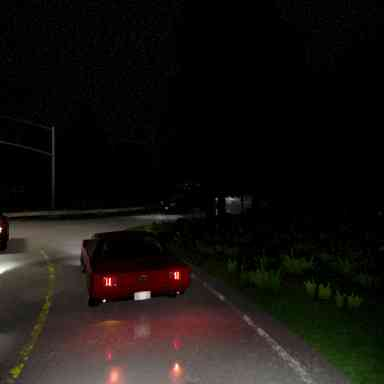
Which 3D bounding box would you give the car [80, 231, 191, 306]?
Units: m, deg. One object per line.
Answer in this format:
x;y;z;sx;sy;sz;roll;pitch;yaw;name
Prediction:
-1.678;1.601;8.145;1.895;1.301;4.718;0;0;-21;car

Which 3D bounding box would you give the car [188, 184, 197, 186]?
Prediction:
0.142;-1.820;70.088;2.128;1.511;4.902;0;5;-1;car

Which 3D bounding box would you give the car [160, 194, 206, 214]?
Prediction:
-0.625;0.949;32.388;2.150;2.045;5.566;0;3;39;car

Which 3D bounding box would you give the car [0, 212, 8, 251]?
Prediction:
-8.634;1.354;13.386;2.097;1.767;4.553;0;0;-28;car
